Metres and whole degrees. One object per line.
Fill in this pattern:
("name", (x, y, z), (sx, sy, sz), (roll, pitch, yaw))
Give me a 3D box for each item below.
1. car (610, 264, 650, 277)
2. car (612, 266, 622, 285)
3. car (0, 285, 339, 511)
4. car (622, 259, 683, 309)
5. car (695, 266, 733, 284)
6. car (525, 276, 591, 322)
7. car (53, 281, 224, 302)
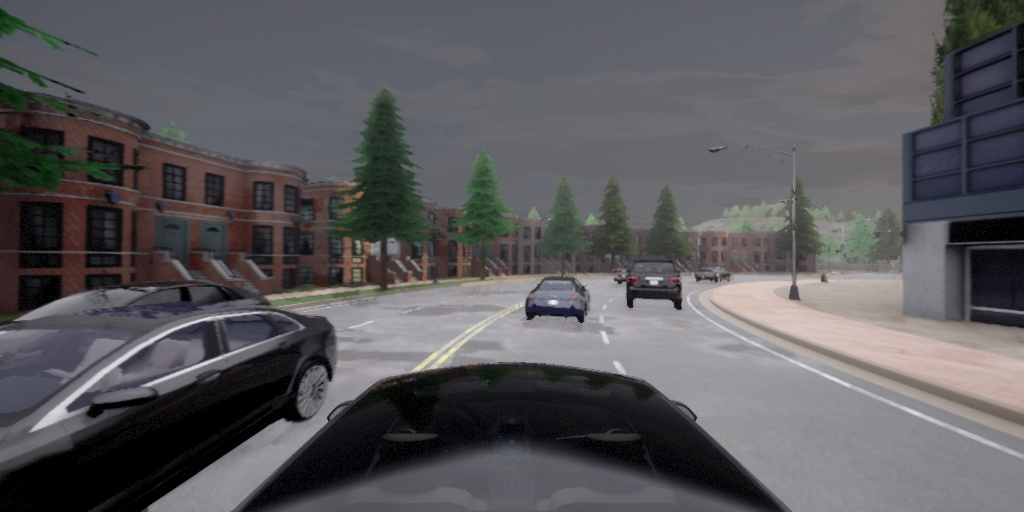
("car", (14.039, 1.704, 42.693), (5.008, 1.535, 1.882), (1, -1, -35))
("car", (10.165, 1.626, 29.483), (2.033, 1.411, 5.357), (0, -1, 39))
("car", (-3.376, 1.225, 3.031), (2.128, 1.511, 4.902), (0, -1, 2))
("car", (6.444, 1.154, 16.415), (2.150, 2.045, 5.566), (0, -1, 21))
("car", (18.483, 1.667, 32.720), (4.902, 1.511, 2.128), (1, -1, -40))
("car", (1.779, 1.429, 13.080), (1.994, 1.385, 4.181), (0, -1, 14))
("car", (-6.669, 1.241, 6.375), (1.837, 1.490, 4.892), (0, -1, 6))
